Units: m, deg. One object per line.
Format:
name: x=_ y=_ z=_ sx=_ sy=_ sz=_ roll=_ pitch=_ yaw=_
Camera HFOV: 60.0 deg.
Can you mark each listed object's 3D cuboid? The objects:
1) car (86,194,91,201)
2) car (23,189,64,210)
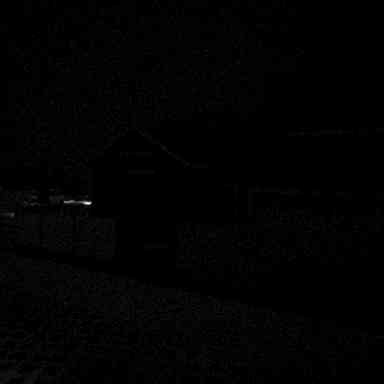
car: x=-15.662 y=0.698 z=53.971 sx=1.895 sy=1.301 sz=4.718 roll=3 pitch=2 yaw=-3
car: x=-15.114 y=0.769 z=34.300 sx=2.150 sy=2.045 sz=5.566 roll=3 pitch=2 yaw=1
